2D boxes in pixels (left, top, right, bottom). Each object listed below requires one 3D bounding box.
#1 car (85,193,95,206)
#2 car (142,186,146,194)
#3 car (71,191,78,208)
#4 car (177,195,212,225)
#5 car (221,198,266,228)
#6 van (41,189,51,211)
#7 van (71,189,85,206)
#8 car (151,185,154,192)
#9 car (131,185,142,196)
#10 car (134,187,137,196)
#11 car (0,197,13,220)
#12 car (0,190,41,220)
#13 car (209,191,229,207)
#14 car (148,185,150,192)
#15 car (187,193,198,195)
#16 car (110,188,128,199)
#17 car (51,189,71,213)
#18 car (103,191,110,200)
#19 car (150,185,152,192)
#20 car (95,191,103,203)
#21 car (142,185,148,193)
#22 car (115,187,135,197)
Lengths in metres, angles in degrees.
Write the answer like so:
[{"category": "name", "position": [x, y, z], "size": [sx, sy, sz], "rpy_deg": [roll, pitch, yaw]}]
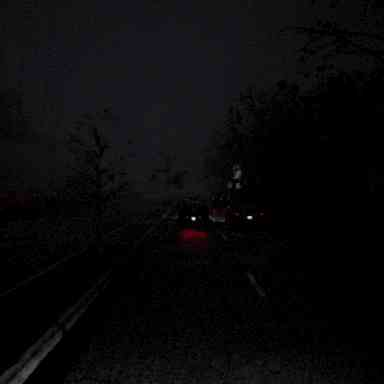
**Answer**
[{"category": "car", "position": [-13.849, 0.733, 38.117], "size": [4.553, 1.767, 2.185], "rpy_deg": [-1, 2, -20]}, {"category": "car", "position": [-13.704, 0.060, 74.178], "size": [5.366, 1.575, 1.946], "rpy_deg": [-1, 1, -20]}, {"category": "car", "position": [-13.871, 0.983, 32.146], "size": [4.892, 1.521, 2.231], "rpy_deg": [-1, 2, -20]}, {"category": "car", "position": [0.088, 1.211, 21.366], "size": [1.837, 1.490, 4.892], "rpy_deg": [0, 1, 0]}, {"category": "car", "position": [3.088, 1.299, 19.812], "size": [1.994, 1.385, 4.181], "rpy_deg": [0, 1, 0]}, {"category": "van", "position": [-13.772, 0.877, 26.221], "size": [4.442, 1.987, 1.878], "rpy_deg": [-1, 1, -20]}, {"category": "van", "position": [-13.988, 0.698, 35.081], "size": [4.442, 1.987, 1.878], "rpy_deg": [-1, 2, -20]}, {"category": "car", "position": [-13.868, -0.519, 92.121], "size": [5.008, 1.535, 2.097], "rpy_deg": [-2, 2, -20]}, {"category": "car", "position": [-13.854, -0.025, 68.120], "size": [5.566, 2.045, 2.435], "rpy_deg": [-1, 1, -20]}, {"category": "car", "position": [-13.881, 0.335, 65.108], "size": [4.674, 1.452, 2.002], "rpy_deg": [-1, 1, -20]}, {"category": "car", "position": [-13.873, 1.261, 20.213], "size": [4.674, 1.452, 2.002], "rpy_deg": [-1, 1, -20]}, {"category": "car", "position": [-13.906, 0.915, 23.178], "size": [5.566, 2.045, 2.435], "rpy_deg": [-1, 1, -20]}, {"category": "car", "position": [3.077, 0.733, 37.410], "size": [2.097, 1.767, 4.553], "rpy_deg": [0, 1, 0]}, {"category": "car", "position": [-13.908, -0.432, 86.109], "size": [4.553, 1.767, 2.185], "rpy_deg": [-2, 2, -20]}, {"category": "car", "position": [0.077, 0.862, 38.756], "size": [1.812, 1.442, 4.674], "rpy_deg": [0, 2, 0]}, {"category": "car", "position": [-13.851, 0.518, 56.113], "size": [4.792, 1.488, 2.163], "rpy_deg": [-1, 1, -20]}, {"category": "car", "position": [-13.855, 0.792, 29.173], "size": [5.566, 2.045, 2.435], "rpy_deg": [-1, 1, -20]}, {"category": "car", "position": [-13.851, 0.765, 44.110], "size": [4.792, 1.488, 2.163], "rpy_deg": [-1, 1, -20]}, {"category": "car", "position": [-13.878, -0.371, 89.123], "size": [4.674, 1.452, 2.002], "rpy_deg": [-2, 2, -20]}, {"category": "car", "position": [-13.872, 0.838, 41.092], "size": [4.674, 1.452, 2.002], "rpy_deg": [-1, 2, -20]}, {"category": "car", "position": [-13.905, -0.269, 77.097], "size": [5.566, 2.045, 2.435], "rpy_deg": [-1, 2, -20]}, {"category": "car", "position": [-14.048, 0.364, 62.035], "size": [5.366, 1.575, 1.946], "rpy_deg": [-1, 2, -20]}]
